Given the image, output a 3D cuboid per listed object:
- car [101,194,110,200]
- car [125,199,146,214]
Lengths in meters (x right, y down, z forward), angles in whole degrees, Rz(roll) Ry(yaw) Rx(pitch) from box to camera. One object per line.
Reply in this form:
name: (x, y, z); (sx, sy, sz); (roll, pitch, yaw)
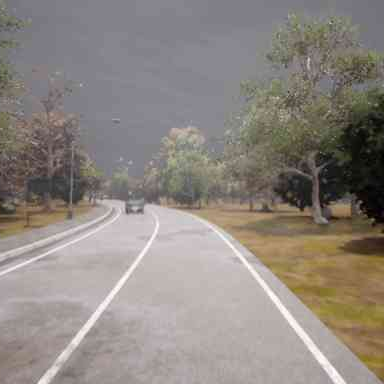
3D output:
car: (-19.370, 1.287, 74.111); (1.812, 1.442, 4.674); (2, -1, -25)
car: (-5.909, 1.487, 34.526); (2.128, 1.511, 4.902); (1, 0, -10)
